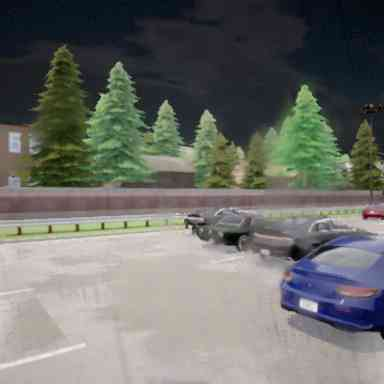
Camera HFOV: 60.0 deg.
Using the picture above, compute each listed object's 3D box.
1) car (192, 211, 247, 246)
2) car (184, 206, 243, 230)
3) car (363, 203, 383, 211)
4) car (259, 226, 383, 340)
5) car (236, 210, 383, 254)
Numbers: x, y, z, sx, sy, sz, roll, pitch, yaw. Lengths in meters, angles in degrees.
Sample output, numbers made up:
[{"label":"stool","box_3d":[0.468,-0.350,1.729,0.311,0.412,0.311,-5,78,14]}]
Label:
[{"label":"car","box_3d":[2.569,1.621,14.168,4.718,1.301,1.895,0,0,-35]},{"label":"car","box_3d":[1.877,1.516,17.971,4.902,1.511,2.128,0,0,-35]},{"label":"car","box_3d":[16.287,1.624,28.230,4.181,1.385,1.994,0,0,-35]},{"label":"car","box_3d":[3.622,1.539,6.340,4.674,1.442,1.812,0,0,-36]},{"label":"car","box_3d":[4.073,1.511,10.942,4.902,1.511,2.128,0,0,-35]}]
